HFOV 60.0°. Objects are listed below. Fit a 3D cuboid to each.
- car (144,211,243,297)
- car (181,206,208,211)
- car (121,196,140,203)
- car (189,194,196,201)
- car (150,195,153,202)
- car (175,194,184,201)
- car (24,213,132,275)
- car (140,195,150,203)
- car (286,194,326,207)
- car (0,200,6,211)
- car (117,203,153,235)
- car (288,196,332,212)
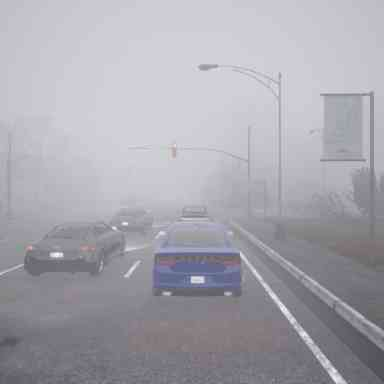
[{"bbox_3d":[0.113,1.478,8.649,1.882,1.535,5.008,0,0,0],"label":"car"},{"bbox_3d":[0.129,1.491,18.148,2.128,1.511,4.902,0,0,0],"label":"car"},{"bbox_3d":[-10.495,1.491,55.476,2.128,1.511,4.902,0,0,0],"label":"car"},{"bbox_3d":[0.141,1.533,85.615,2.033,1.411,5.357,0,0,0],"label":"car"},{"bbox_3d":[-10.369,1.524,79.624,1.812,1.442,4.674,0,0,0],"label":"car"},{"bbox_3d":[-3.359,1.349,86.007,2.097,1.767,4.553,0,0,0],"label":"car"},{"bbox_3d":[-3.393,1.564,10.423,1.994,1.385,4.181,0,0,1],"label":"car"},{"bbox_3d":[-10.388,1.564,68.501,1.994,1.385,4.181,0,0,0],"label":"car"},{"bbox_3d":[14.791,1.221,41.826,5.566,2.045,2.150,0,0,2],"label":"car"},{"bbox_3d":[-23.707,1.221,36.832,5.566,2.045,2.150,0,0,3],"label":"car"},{"bbox_3d":[-3.370,1.564,18.806,1.994,1.385,4.181,0,0,0],"label":"car"},{"bbox_3d":[14.077,1.478,38.341,5.008,1.535,1.882,0,0,3],"label":"car"}]
